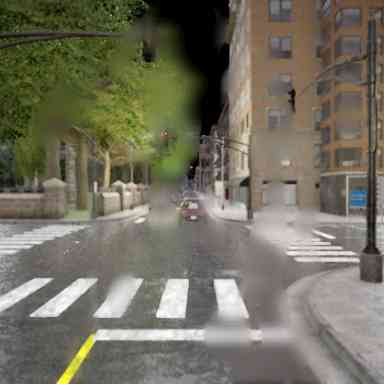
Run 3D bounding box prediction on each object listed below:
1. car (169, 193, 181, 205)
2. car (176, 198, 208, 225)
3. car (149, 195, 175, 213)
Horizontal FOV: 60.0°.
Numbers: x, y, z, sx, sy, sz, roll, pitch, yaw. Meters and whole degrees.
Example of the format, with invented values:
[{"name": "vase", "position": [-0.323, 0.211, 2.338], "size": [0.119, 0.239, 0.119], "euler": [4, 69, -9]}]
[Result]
[{"name": "car", "position": [-3.085, 1.130, 48.957], "size": [1.837, 1.490, 4.892], "euler": [0, 0, 0]}, {"name": "car", "position": [0.098, 1.371, 22.552], "size": [1.812, 1.442, 4.674], "euler": [0, 0, 0]}, {"name": "car", "position": [-3.097, 1.307, 33.146], "size": [2.033, 1.411, 5.357], "euler": [0, 0, 0]}]
